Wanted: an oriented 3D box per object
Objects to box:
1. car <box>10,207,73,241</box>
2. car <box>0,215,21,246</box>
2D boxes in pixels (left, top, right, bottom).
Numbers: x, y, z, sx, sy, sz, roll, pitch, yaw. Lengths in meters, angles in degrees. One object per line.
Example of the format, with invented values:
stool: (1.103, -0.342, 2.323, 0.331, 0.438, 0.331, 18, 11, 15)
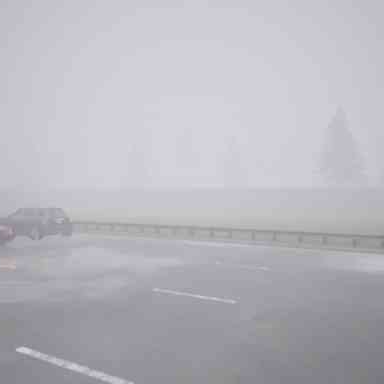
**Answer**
car: (-8.683, 1.573, 18.079, 4.553, 1.767, 2.097, -1, -1, 28)
car: (-10.171, 1.789, 14.901, 4.718, 1.301, 1.895, 0, -1, 28)
